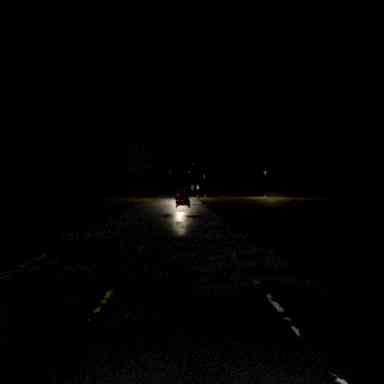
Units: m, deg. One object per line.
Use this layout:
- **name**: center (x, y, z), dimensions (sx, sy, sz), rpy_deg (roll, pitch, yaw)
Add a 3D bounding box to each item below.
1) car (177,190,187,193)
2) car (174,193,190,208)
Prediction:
- **car**: center (-2.115, 0.641, 66.346), dimensions (2.150, 2.045, 5.566), rpy_deg (-1, 1, -2)
- **car**: center (-1.229, 1.235, 43.197), dimensions (2.128, 1.511, 4.902), rpy_deg (-1, 0, -3)
